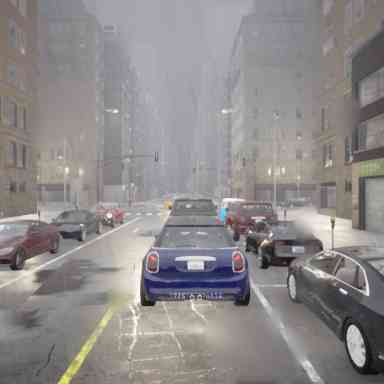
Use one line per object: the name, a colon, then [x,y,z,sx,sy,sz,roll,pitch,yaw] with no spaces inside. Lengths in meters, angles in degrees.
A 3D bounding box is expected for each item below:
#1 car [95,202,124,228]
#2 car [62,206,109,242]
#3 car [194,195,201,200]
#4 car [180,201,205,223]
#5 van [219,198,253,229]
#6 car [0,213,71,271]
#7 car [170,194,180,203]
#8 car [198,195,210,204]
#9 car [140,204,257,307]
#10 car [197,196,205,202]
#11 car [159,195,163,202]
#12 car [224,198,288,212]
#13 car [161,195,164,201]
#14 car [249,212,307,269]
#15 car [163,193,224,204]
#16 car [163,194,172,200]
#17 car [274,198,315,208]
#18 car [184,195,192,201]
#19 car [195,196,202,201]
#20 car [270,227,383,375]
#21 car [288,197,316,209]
car: [-5.742,1.439,21.928,1.967,1.590,4.097,0,0,0]
car: [-5.722,1.565,16.403,1.947,1.339,4.313,0,0,0]
car: [1.618,1.614,94.114,1.887,1.381,4.507,0,0,-1]
car: [0.006,1.525,26.118,1.812,1.442,4.674,0,0,-1]
van: [2.784,1.340,21.964,1.690,1.788,3.998,0,0,0]
car: [-5.702,1.582,10.878,1.802,1.307,4.206,0,0,0]
car: [-3.662,1.385,71.424,2.097,1.767,4.553,0,0,-1]
car: [2.341,1.464,65.853,1.967,1.590,4.097,0,0,-1]
car: [0.025,1.352,8.159,2.097,1.767,4.553,0,0,-1]
car: [2.052,1.617,77.159,1.802,1.307,4.206,0,0,-1]
car: [-6.470,1.475,76.950,1.967,1.590,4.097,0,0,-1]
car: [2.804,1.314,16.441,2.192,1.841,5.009,0,0,0]
car: [-0.771,1.468,38.722,5.008,1.535,1.882,0,0,-1]
car: [2.823,1.565,10.917,1.947,1.339,4.313,0,0,0]
car: [0.046,1.221,15.552,2.150,2.045,5.566,0,0,0]
car: [-6.905,1.385,93.910,2.192,1.841,5.009,0,0,-1]
car: [15.013,1.538,48.816,5.357,1.411,2.033,0,0,-1]
car: [-1.162,1.610,91.085,1.994,1.385,4.181,0,0,-1]
car: [1.763,1.634,88.461,1.802,1.307,4.206,0,0,-1]
car: [2.843,1.550,5.393,2.008,1.369,4.403,0,0,0]
car: [14.881,1.478,45.564,4.902,1.511,2.128,0,0,-1]
